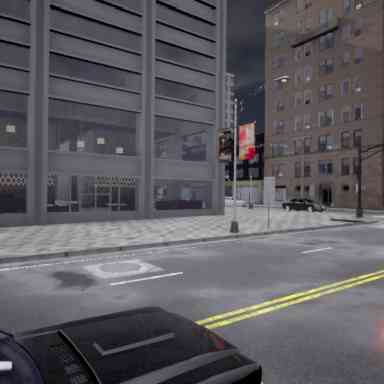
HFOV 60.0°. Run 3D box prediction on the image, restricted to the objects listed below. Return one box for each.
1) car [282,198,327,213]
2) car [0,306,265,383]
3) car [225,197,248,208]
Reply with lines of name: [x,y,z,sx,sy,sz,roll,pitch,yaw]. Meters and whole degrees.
car: [11.935,1.402,35.605,1.837,1.490,4.892,1,0,-35]
car: [-1.674,1.601,2.197,4.718,1.301,1.895,0,0,-35]
car: [5.413,1.376,44.866,1.812,1.442,4.674,1,0,-36]
